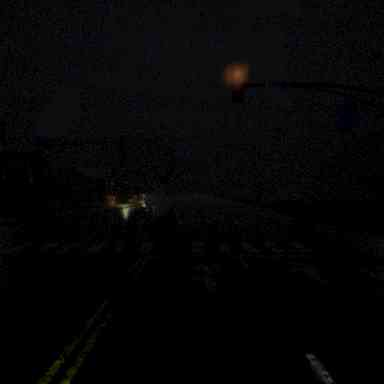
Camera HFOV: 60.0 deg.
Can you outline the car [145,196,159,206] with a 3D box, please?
[{"bbox_3d":[-6.468,1.497,53.668,2.128,1.511,4.902,0,1,0],"label":"car"}]
